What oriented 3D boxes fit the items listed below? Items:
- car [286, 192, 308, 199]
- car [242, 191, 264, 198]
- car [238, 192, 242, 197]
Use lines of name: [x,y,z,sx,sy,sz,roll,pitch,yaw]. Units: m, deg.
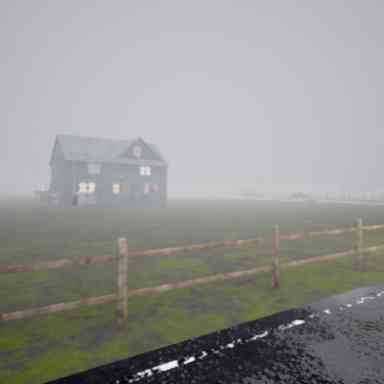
car: [21.786,0.728,68.695,1.837,1.490,4.892,0,1,-34]
car: [13.928,0.649,73.999,1.994,1.385,4.181,0,1,-34]
car: [13.329,0.486,81.085,1.837,1.490,4.892,0,1,-34]
